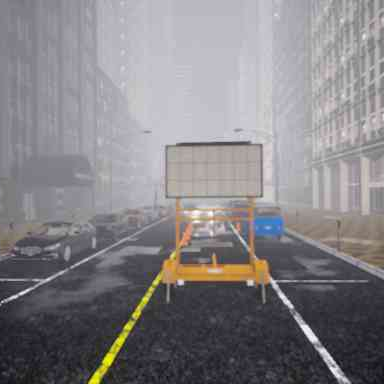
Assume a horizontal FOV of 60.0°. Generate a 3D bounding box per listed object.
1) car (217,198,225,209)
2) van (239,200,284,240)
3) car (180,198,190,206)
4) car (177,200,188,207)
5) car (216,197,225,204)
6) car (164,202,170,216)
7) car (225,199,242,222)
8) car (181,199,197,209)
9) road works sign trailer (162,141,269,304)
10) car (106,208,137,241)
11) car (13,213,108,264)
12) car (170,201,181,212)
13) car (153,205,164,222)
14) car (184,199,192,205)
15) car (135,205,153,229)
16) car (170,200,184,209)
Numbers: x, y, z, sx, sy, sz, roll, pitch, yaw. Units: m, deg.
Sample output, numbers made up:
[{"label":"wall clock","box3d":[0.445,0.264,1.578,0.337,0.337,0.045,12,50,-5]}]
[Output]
[{"label":"car","box3d":[5.835,2.118,57.526,2.008,1.369,4.403,-1,-1,3]},{"label":"van","box3d":[3.728,1.499,17.801,1.690,1.788,3.998,-1,-1,3]},{"label":"car","box3d":[-1.635,2.267,74.996,1.967,1.590,4.097,-1,-1,3]},{"label":"car","box3d":[-1.933,2.350,69.319,1.802,1.307,4.206,-1,-1,3]},{"label":"car","box3d":[7.332,2.172,85.907,2.192,1.841,5.009,-1,-1,3]},{"label":"car","box3d":[-3.735,2.001,35.267,1.802,1.307,4.206,-1,-1,3]},{"label":"car","box3d":[4.328,1.590,29.152,2.192,1.841,5.009,-1,-1,3]},{"label":"car","box3d":[-0.259,2.119,50.851,1.994,1.385,4.181,-1,-1,4]},{"label":"road works sign trailer","box3d":[0.553,0.551,8.345,2.380,3.560,2.880,-1,-1,3]},{"label":"car","box3d":[-4.636,1.809,18.241,1.947,1.339,4.313,-1,-1,3]},{"label":"car","box3d":[-4.936,1.736,12.565,2.008,1.369,4.403,-1,-1,3]},{"label":"car","box3d":[-3.135,2.087,46.618,2.008,1.369,4.403,-1,-1,3]},{"label":"car","box3d":[-4.036,1.911,29.592,2.008,1.369,4.403,-1,-1,3]},{"label":"car","box3d":[-1.041,2.466,86.177,1.752,1.417,4.829,-1,-1,3]},{"label":"car","box3d":[-4.336,1.847,23.916,1.887,1.381,4.507,-1,-1,3]},{"label":"car","box3d":[-2.534,2.203,57.968,2.008,1.369,4.403,-1,-1,3]}]
